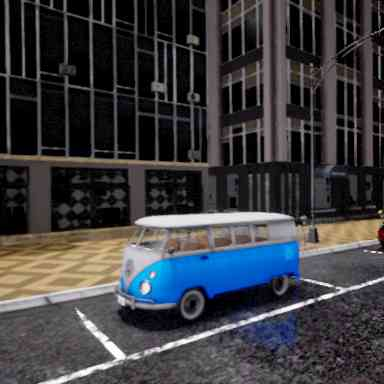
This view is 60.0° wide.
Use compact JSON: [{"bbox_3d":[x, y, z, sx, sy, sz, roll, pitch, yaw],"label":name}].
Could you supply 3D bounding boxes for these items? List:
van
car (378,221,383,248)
[{"bbox_3d":[0.504,1.345,6.935,3.998,1.788,1.690,0,-1,-35],"label":"van"},{"bbox_3d":[9.518,1.328,13.360,5.009,1.841,2.192,0,-1,-35],"label":"car"}]
